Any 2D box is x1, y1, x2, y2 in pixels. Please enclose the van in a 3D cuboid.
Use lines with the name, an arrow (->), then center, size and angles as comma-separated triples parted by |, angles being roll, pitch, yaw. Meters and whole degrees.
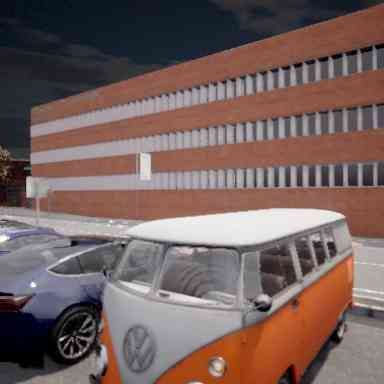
van -> 0.765, 1.253, 4.304 | 1.878, 1.987, 4.442 | 0, 0, 36

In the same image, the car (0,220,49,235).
car -> -3.769, 1.516, 7.679 | 2.002, 1.452, 4.674 | 0, 0, 36

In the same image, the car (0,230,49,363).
car -> -1.450, 1.507, 6.064 | 2.163, 1.488, 4.792 | 0, 0, 36

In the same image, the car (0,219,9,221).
car -> -6.067, 1.514, 9.325 | 2.002, 1.452, 4.674 | 0, 0, 36
